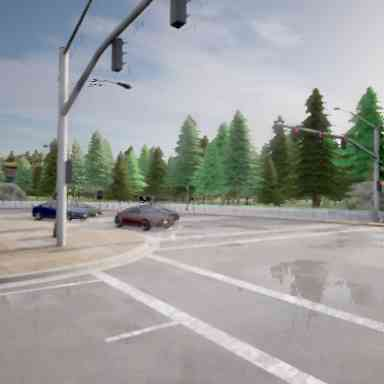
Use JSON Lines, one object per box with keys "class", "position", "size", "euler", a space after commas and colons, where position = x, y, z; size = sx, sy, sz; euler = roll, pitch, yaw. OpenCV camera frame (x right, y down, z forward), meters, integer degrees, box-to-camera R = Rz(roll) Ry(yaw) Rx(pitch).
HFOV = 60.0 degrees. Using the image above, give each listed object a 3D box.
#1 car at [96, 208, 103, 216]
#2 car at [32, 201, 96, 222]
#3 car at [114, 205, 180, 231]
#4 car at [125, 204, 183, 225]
{"class": "car", "position": [-10.821, 1.605, 30.480], "size": [5.357, 1.411, 2.033], "euler": [0, 0, 24]}
{"class": "car", "position": [-10.379, 1.509, 26.333], "size": [5.008, 1.535, 1.882], "euler": [0, 0, 25]}
{"class": "car", "position": [-3.090, 1.635, 21.283], "size": [4.181, 1.385, 1.994], "euler": [0, -1, 40]}
{"class": "car", "position": [-2.971, 1.670, 25.785], "size": [4.181, 1.385, 1.994], "euler": [0, -1, 35]}
